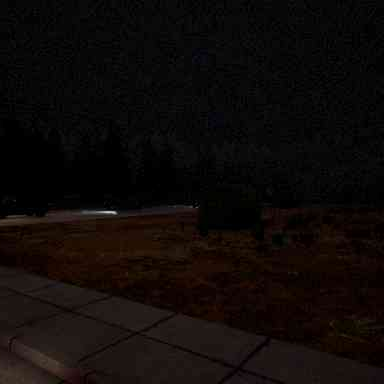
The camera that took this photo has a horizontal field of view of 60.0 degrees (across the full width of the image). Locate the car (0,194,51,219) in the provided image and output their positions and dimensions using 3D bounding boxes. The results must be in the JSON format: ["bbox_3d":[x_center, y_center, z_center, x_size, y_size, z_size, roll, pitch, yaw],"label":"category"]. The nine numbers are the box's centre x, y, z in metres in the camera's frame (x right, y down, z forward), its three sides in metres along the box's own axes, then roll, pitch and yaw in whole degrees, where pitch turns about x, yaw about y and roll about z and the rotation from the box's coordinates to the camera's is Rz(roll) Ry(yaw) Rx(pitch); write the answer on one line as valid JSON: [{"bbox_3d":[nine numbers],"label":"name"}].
[{"bbox_3d":[-15.536,1.248,29.740,2.150,2.045,5.566,0,0,36],"label":"car"}]

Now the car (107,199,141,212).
[{"bbox_3d":[-8.064,1.591,39.859,1.994,1.385,4.181,0,0,36],"label":"car"}]

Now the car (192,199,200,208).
[{"bbox_3d":[1.880,1.591,47.269,1.994,1.385,4.181,0,0,39],"label":"car"}]

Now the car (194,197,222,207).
[{"bbox_3d":[2.664,1.574,54.259,2.033,1.411,5.357,0,0,37],"label":"car"}]
